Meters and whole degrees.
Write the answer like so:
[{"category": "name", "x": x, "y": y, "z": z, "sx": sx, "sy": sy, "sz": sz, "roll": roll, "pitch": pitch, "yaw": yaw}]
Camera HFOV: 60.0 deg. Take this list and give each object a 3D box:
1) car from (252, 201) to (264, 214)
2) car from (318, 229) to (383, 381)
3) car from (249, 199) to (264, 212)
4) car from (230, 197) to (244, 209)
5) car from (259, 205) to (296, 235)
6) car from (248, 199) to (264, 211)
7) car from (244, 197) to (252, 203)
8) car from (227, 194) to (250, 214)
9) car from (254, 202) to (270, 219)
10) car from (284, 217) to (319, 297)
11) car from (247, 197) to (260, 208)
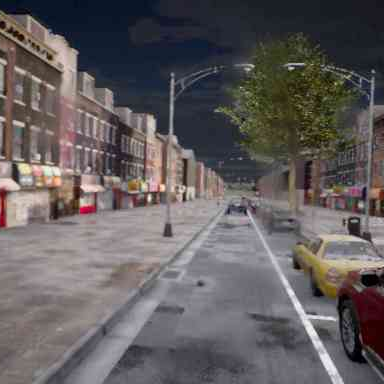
[{"category": "car", "x": 6.708, "y": 1.759, "z": 30.402, "sx": 1.802, "sy": 1.307, "sz": 4.206, "roll": 1, "pitch": 0, "yaw": 8}, {"category": "car", "x": 2.902, "y": 1.406, "z": 2.937, "sx": 2.192, "sy": 1.841, "sz": 5.009, "roll": 1, "pitch": 0, "yaw": 8}, {"category": "car", "x": 7.470, "y": 1.742, "z": 35.895, "sx": 1.887, "sy": 1.381, "sz": 4.507, "roll": 1, "pitch": 0, "yaw": 8}, {"category": "car", "x": 6.764, "y": 1.643, "z": 49.477, "sx": 1.882, "sy": 1.535, "sz": 5.008, "roll": 2, "pitch": 0, "yaw": 8}, {"category": "car", "x": 5.184, "y": 1.707, "z": 19.416, "sx": 1.947, "sy": 1.339, "sz": 4.313, "roll": 1, "pitch": 0, "yaw": 8}, {"category": "car", "x": 8.994, "y": 1.793, "z": 46.881, "sx": 2.008, "sy": 1.369, "sz": 4.403, "roll": 1, "pitch": 0, "yaw": 8}, {"category": "car", "x": 14.326, "y": 1.976, "z": 85.332, "sx": 2.008, "sy": 1.369, "sz": 4.403, "roll": 1, "pitch": 0, "yaw": 8}, {"category": "car", "x": 5.082, "y": 1.467, "z": 37.213, "sx": 2.097, "sy": 1.767, "sz": 4.553, "roll": 2, "pitch": 0, "yaw": 8}, {"category": "car", "x": 5.946, "y": 1.709, "z": 24.909, "sx": 2.008, "sy": 1.369, "sz": 4.403, "roll": 1, "pitch": 0, "yaw": 8}, {"category": "car", "x": 3.684, "y": 1.633, "z": 8.598, "sx": 1.752, "sy": 1.417, "sz": 4.829, "roll": 1, "pitch": 0, "yaw": 8}, {"category": "car", "x": 10.497, "y": 1.768, "z": 56.777, "sx": 1.882, "sy": 1.535, "sz": 5.008, "roll": 2, "pitch": 0, "yaw": 8}]
